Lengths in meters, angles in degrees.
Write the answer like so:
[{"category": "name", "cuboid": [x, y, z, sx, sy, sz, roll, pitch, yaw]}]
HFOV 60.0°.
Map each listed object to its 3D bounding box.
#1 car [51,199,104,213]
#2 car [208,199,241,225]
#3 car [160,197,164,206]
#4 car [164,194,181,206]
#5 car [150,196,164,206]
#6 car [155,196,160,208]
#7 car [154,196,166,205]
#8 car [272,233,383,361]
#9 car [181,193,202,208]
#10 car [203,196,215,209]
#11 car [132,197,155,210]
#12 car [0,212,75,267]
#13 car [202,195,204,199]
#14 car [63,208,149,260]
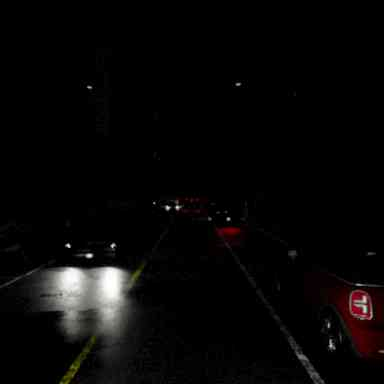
[{"category": "car", "cuboid": [-5.763, 1.312, 16.847, 2.192, 1.841, 5.009, 0, 0, 0]}, {"category": "car", "cuboid": [2.353, 1.501, 23.856, 1.837, 1.490, 4.892, 0, 0, 0]}, {"category": "car", "cuboid": [-5.766, 1.550, 49.589, 1.887, 1.381, 4.507, 0, 0, 0]}, {"category": "car", "cuboid": [-3.062, 1.485, 54.675, 1.882, 1.535, 5.008, 0, 0, 0]}, {"category": "car", "cuboid": [-5.766, 1.448, 55.046, 1.967, 1.590, 4.097, 0, 0, 0]}, {"category": "car", "cuboid": [-5.765, 1.554, 44.132, 2.008, 1.369, 4.403, 0, 0, 0]}, {"category": "car", "cuboid": [-5.766, 1.535, 60.333, 1.752, 1.417, 4.829, 0, 0, 0]}, {"category": "car", "cuboid": [2.763, 1.439, 5.939, 1.967, 1.590, 4.097, 0, 0, 0]}, {"category": "car", "cuboid": [0.025, 1.224, 46.863, 2.150, 2.045, 5.566, 0, 0, 1]}, {"category": "car", "cuboid": [2.760, 1.528, 44.305, 1.752, 1.417, 4.829, 0, 0, 0]}, {"category": "car", "cuboid": [-5.765, 1.442, 38.675, 1.967, 1.590, 4.097, 0, 0, 0]}, {"category": "car", "cuboid": [-5.763, 1.580, 11.390, 1.802, 1.307, 4.206, 0, 0, 0]}, {"category": "car", "cuboid": [2.760, 1.570, 49.592, 1.947, 1.339, 4.313, 0, 0, 0]}, {"category": "car", "cuboid": [-3.101, 1.545, 12.705, 2.033, 1.411, 5.357, 0, 0, 0]}]
